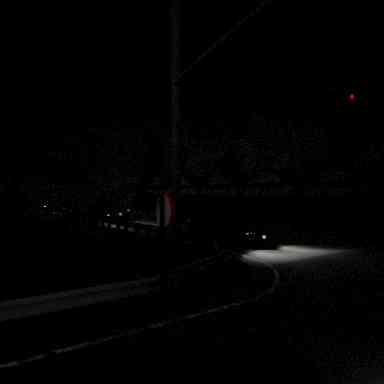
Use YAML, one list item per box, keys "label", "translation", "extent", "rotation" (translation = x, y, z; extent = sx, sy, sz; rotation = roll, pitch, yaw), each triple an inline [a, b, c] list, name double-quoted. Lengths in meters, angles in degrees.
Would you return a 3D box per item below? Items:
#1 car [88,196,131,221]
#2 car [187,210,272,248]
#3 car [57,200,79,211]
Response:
- label: "car"
  translation: [-7.333, 1.409, 29.020]
  extent: [2.150, 2.045, 5.566]
  rotation: [0, 0, -35]
- label: "car"
  translation: [1.678, 1.696, 16.293]
  extent: [1.837, 1.490, 4.892]
  rotation: [0, 0, -36]
- label: "car"
  translation: [-16.653, 1.782, 44.776]
  extent: [1.895, 1.301, 4.718]
  rotation: [0, 0, -6]
